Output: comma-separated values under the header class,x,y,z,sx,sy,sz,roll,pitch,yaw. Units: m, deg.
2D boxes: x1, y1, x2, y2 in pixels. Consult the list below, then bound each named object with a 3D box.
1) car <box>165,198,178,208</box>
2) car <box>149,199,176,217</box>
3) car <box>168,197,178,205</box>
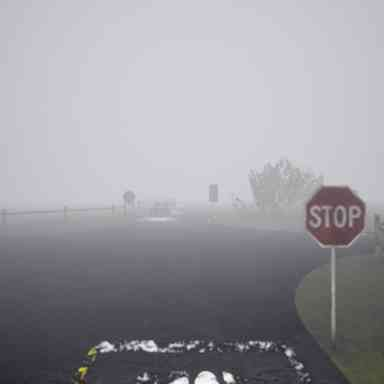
class,x,y,z,sx,sy,sz,roll,pitch,yaw
car,-3.018,1.564,44.296,2.128,1.511,4.902,0,0,-1
car,-2.889,1.611,31.623,1.994,1.385,4.181,0,0,1
car,-3.737,1.724,64.839,1.895,1.301,4.718,0,0,-3
